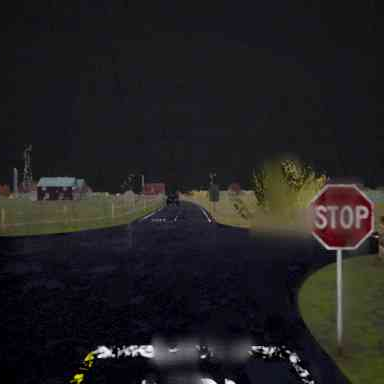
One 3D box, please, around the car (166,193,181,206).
[{"bbox_3d":[-3.149,1.224,55.972,2.150,2.045,5.566,0,0,-2],"label":"car"}]
